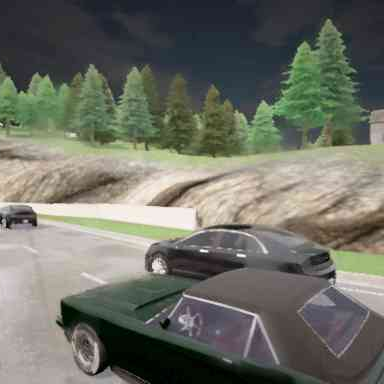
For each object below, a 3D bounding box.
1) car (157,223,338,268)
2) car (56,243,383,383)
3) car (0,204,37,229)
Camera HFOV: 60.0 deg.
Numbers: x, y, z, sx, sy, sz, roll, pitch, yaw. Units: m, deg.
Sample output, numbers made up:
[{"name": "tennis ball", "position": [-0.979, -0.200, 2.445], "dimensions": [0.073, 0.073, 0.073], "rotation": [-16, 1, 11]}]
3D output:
[{"name": "car", "position": [0.887, 1.529, 8.090], "dimensions": [4.892, 1.490, 1.837], "rotation": [0, 0, 41]}, {"name": "car", "position": [0.445, 1.612, 3.854], "dimensions": [4.718, 1.301, 1.895], "rotation": [0, 0, 38]}, {"name": "car", "position": [-12.160, 1.610, 22.819], "dimensions": [1.837, 1.490, 4.892], "rotation": [0, -1, -42]}]
